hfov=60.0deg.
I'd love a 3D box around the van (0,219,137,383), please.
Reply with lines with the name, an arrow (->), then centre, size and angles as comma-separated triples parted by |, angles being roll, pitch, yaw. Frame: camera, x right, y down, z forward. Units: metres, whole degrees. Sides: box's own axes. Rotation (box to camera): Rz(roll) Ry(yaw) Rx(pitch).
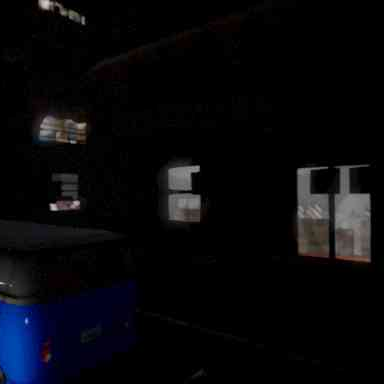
van -> -2.616, 1.333, 4.757 | 3.998, 1.788, 1.690 | 0, -1, 36
